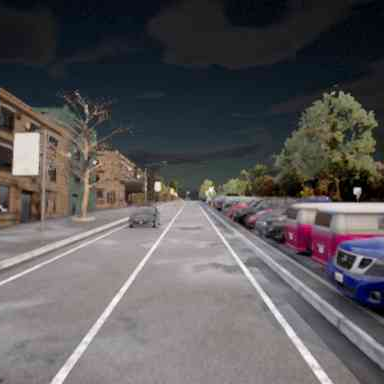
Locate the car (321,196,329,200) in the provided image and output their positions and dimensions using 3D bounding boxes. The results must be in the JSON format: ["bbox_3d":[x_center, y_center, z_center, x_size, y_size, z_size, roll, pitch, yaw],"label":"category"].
[{"bbox_3d":[18.620,1.674,51.809,5.566,2.045,2.435,0,0,0],"label":"car"}]

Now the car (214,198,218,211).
[{"bbox_3d":[5.593,1.834,40.195,5.008,1.535,2.097,0,0,0],"label":"car"}]

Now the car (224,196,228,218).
[{"bbox_3d":[5.606,1.475,26.181,5.566,2.045,2.435,0,0,0],"label":"car"}]

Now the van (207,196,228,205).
[{"bbox_3d":[5.628,1.912,73.833,4.442,1.987,1.878,0,-1,0],"label":"van"}]

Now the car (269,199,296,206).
[{"bbox_3d":[18.576,2.110,68.391,4.792,1.488,2.163,0,-1,0],"label":"car"}]

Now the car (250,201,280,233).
[{"bbox_3d":[5.688,1.536,17.770,4.553,1.767,2.185,0,0,0],"label":"car"}]

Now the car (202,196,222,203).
[{"bbox_3d":[5.510,2.129,93.454,5.566,2.045,2.435,0,-1,0],"label":"car"}]

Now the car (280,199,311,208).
[{"bbox_3d":[18.621,1.995,60.037,5.008,1.535,2.097,0,-1,0],"label":"car"}]

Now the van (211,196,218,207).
[{"bbox_3d":[5.460,1.673,48.606,4.442,1.987,1.878,0,0,0],"label":"van"}]

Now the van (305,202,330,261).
[{"bbox_3d":[5.795,1.371,9.362,4.442,1.987,1.878,0,0,0],"label":"van"}]

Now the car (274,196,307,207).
[{"bbox_3d":[18.591,1.770,62.826,5.566,2.045,2.435,0,-1,0],"label":"car"}]

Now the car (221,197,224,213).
[{"bbox_3d":[5.644,1.665,34.590,4.553,1.767,2.185,0,0,0],"label":"car"}]

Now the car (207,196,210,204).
[{"bbox_3d":[5.550,1.965,57.011,5.008,1.535,2.097,0,0,0],"label":"car"}]

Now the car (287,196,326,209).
[{"bbox_3d":[18.612,1.695,54.471,5.566,2.045,2.435,0,0,0],"label":"car"}]

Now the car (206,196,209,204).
[{"bbox_3d":[5.511,2.047,62.618,4.792,1.488,2.163,0,-1,0],"label":"car"}]

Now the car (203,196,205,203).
[{"bbox_3d":[5.554,1.825,68.226,5.566,2.045,2.435,0,-1,0],"label":"car"}]

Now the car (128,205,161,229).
[{"bbox_3d":[-3.279,1.735,23.757,1.837,1.490,4.892,0,-1,0],"label":"car"}]

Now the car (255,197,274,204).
[{"bbox_3d":[18.538,2.140,85.101,4.553,1.767,2.185,0,-1,0],"label":"car"}]

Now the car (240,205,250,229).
[{"bbox_3d":[5.647,1.723,20.572,4.674,1.452,2.002,0,0,0],"label":"car"}]

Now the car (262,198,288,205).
[{"bbox_3d":[18.405,2.138,73.962,5.366,1.575,1.946,0,-1,0],"label":"car"}]

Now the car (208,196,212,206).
[{"bbox_3d":[5.747,1.939,54.212,5.366,1.575,1.946,0,0,0],"label":"car"}]

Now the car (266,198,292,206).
[{"bbox_3d":[18.592,2.110,71.176,5.008,1.535,2.097,0,-1,0],"label":"car"}]

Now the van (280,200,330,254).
[{"bbox_3d":[5.788,1.392,12.165,4.442,1.987,1.878,0,0,0],"label":"van"}]

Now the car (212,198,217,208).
[{"bbox_3d":[5.555,1.907,45.801,4.792,1.488,2.163,0,0,0],"label":"car"}]

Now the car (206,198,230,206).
[{"bbox_3d":[5.513,2.107,71.027,5.008,1.535,2.097,0,-1,0],"label":"car"}]

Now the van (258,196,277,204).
[{"bbox_3d":[18.690,2.006,82.322,4.442,1.987,1.878,0,-1,0],"label":"van"}]

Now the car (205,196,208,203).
[{"bbox_3d":[5.528,2.047,65.416,4.892,1.521,2.231,0,-1,0],"label":"car"}]

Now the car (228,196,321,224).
[{"bbox_3d":[5.613,1.453,23.378,5.566,2.045,2.435,0,0,0],"label":"car"}]

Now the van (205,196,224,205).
[{"bbox_3d":[5.383,1.973,79.439,4.442,1.987,1.878,0,-1,0],"label":"van"}]

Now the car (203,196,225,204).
[{"bbox_3d":[5.518,2.013,85.044,5.566,2.045,2.435,0,-1,0],"label":"car"}]

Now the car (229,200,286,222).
[{"bbox_3d":[5.596,1.622,28.983,4.553,1.767,2.185,0,0,0],"label":"car"}]

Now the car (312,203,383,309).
[{"bbox_3d":[5.657,1.324,6.558,5.566,2.045,2.435,0,0,0],"label":"car"}]

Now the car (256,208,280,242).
[{"bbox_3d":[5.657,1.641,14.967,4.892,1.521,2.231,0,0,0],"label":"car"}]

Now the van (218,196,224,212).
[{"bbox_3d":[5.489,1.587,37.393,4.442,1.987,1.878,0,0,0],"label":"van"}]
